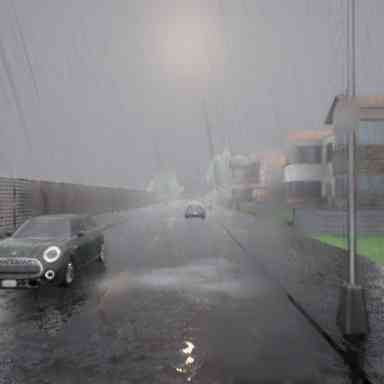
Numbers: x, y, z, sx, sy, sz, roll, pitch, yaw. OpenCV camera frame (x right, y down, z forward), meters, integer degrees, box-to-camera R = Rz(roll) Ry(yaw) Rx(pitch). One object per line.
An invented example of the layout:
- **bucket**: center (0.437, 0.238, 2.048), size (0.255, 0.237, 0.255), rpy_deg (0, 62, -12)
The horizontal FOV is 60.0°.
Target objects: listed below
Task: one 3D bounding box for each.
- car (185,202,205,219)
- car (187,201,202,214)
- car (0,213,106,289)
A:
- **car**: center (0.285, 1.955, 33.330), size (1.994, 1.385, 4.181), rpy_deg (0, -1, 0)
- **car**: center (0.335, 1.987, 43.417), size (1.882, 1.535, 5.008), rpy_deg (0, -1, 0)
- **car**: center (-4.042, 1.465, 9.649), size (2.097, 1.767, 4.553), rpy_deg (0, -1, 0)
